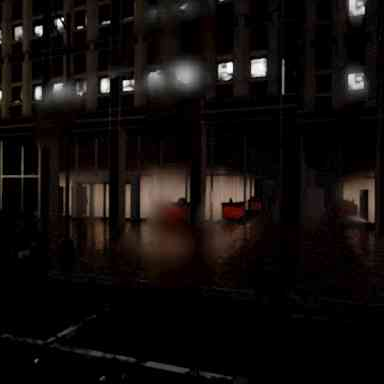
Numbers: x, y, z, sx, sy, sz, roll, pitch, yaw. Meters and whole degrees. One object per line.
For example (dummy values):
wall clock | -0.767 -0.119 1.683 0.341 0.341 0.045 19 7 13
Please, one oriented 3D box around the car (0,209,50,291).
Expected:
car | -5.575 1.312 7.389 5.009 1.841 2.192 0 1 20
